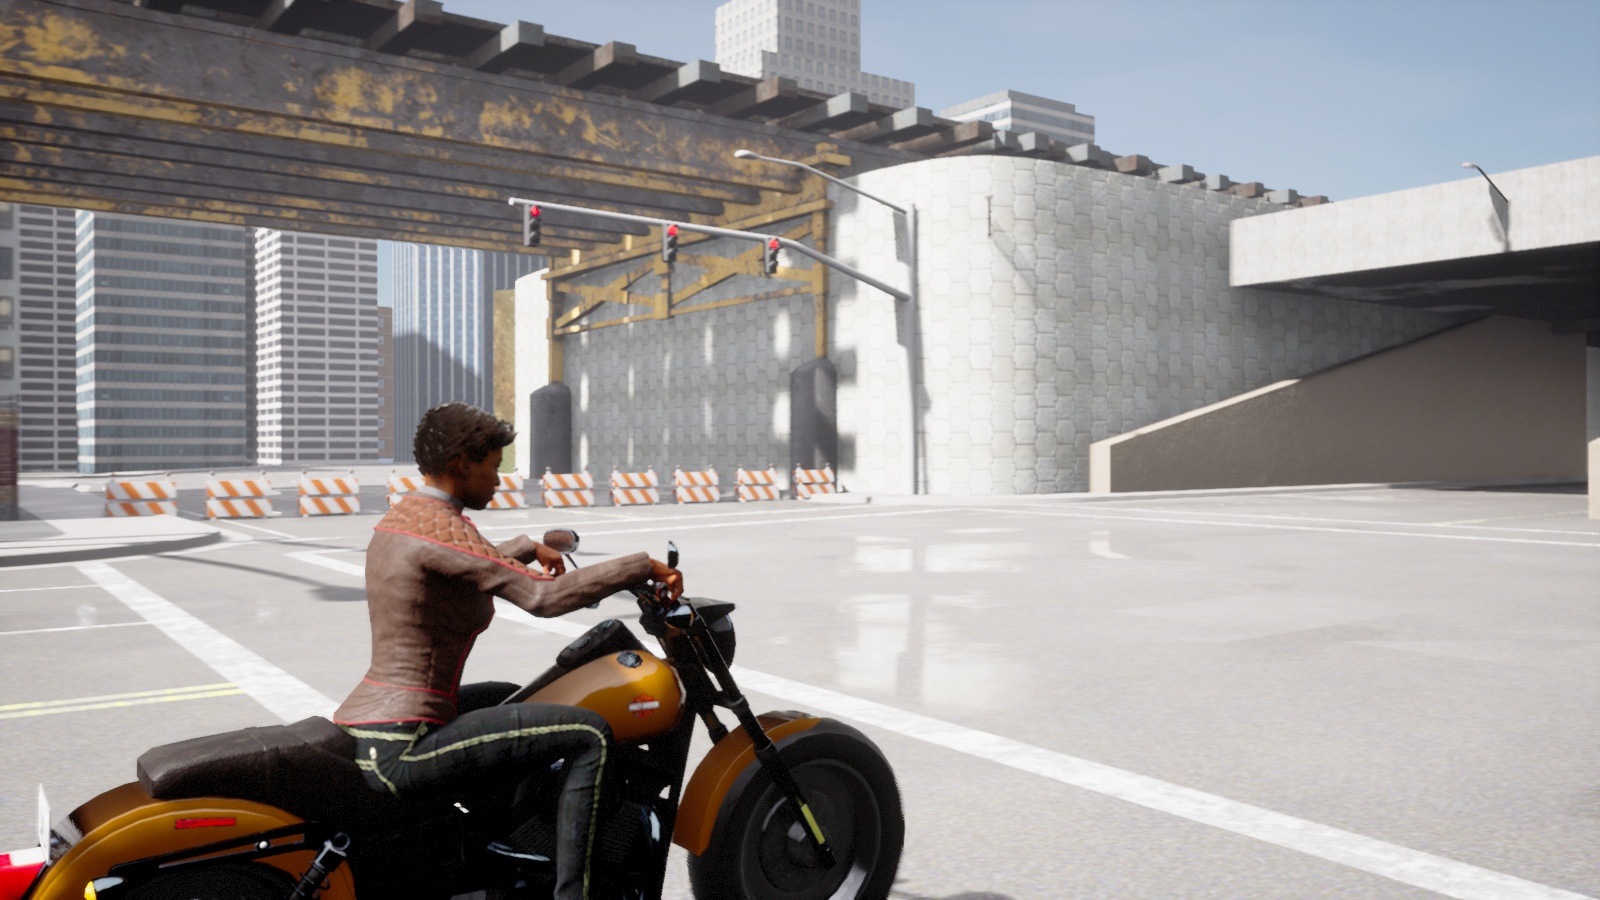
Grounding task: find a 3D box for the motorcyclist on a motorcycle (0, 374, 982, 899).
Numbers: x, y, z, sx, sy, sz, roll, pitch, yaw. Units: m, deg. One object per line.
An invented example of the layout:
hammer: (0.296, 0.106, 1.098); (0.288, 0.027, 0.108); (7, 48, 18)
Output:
motorcyclist on a motorcycle: (-0.668, 0.694, 3.197); (2.350, 1.649, 0.766); (0, 0, -35)
